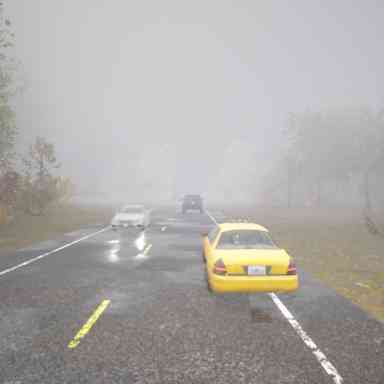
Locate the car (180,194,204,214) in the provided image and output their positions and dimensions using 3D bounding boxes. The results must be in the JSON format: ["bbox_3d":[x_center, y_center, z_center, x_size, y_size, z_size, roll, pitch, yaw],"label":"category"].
[{"bbox_3d":[0.091,1.260,36.361,2.150,2.045,5.566,0,0,1],"label":"car"}]

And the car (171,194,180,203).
[{"bbox_3d":[-3.472,1.383,74.336,2.150,2.045,5.566,0,0,0],"label":"car"}]

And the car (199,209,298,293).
[{"bbox_3d":[1.228,1.456,8.855,1.801,1.575,5.366,0,0,0],"label":"car"}]

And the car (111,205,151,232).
[{"bbox_3d":[-3.593,1.532,20.367,1.812,1.442,4.674,0,0,0],"label":"car"}]

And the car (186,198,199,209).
[{"bbox_3d":[0.053,1.603,48.293,1.812,1.442,4.674,0,0,1],"label":"car"}]
